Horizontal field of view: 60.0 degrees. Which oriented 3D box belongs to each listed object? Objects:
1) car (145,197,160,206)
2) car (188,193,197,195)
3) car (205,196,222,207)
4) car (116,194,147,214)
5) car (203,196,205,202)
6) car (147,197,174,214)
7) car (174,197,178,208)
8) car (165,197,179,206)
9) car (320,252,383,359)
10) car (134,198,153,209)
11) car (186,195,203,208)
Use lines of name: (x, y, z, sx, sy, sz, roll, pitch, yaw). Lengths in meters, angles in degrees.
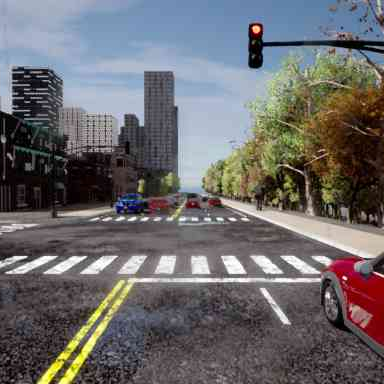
car: (-6.551, 1.544, 55.572, 1.994, 1.385, 4.181, 0, 0, 1)
car: (0.061, 1.197, 69.229, 2.150, 2.045, 5.566, 0, 0, 1)
car: (3.368, 1.460, 50.096, 1.882, 1.535, 5.008, 0, 0, 0)
car: (-6.571, 1.210, 35.797, 2.150, 2.045, 5.566, 0, 0, 0)
car: (3.279, 1.522, 75.491, 1.994, 1.385, 4.181, 0, 0, 0)
car: (-3.324, 1.466, 35.545, 1.882, 1.535, 5.008, 0, 0, 0)
car: (-3.315, 1.532, 45.444, 2.033, 1.411, 5.357, 0, 0, 0)
car: (-3.303, 1.527, 56.017, 2.033, 1.411, 5.357, 0, 0, 0)
car: (3.350, 1.351, 4.175, 2.097, 1.767, 4.553, 0, 0, 0)
car: (-6.567, 1.585, 45.543, 1.895, 1.301, 4.718, 0, 0, 0)
car: (0.116, 1.548, 46.658, 1.994, 1.385, 4.181, 0, 0, 0)
